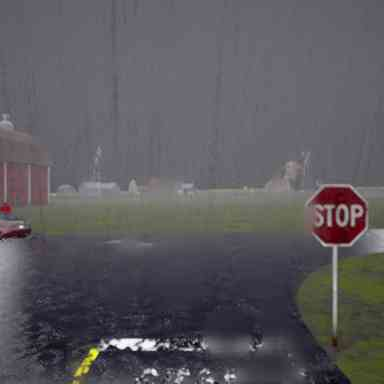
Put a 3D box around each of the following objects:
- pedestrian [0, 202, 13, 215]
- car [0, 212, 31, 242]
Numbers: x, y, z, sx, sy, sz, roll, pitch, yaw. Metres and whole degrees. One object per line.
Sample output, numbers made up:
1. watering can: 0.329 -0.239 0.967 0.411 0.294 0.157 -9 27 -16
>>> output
1. pedestrian: -11.184 1.463 19.919 0.375 1.860 0.375 0 0 4
2. car: -10.293 1.702 16.579 4.181 1.385 1.994 -1 -1 11
